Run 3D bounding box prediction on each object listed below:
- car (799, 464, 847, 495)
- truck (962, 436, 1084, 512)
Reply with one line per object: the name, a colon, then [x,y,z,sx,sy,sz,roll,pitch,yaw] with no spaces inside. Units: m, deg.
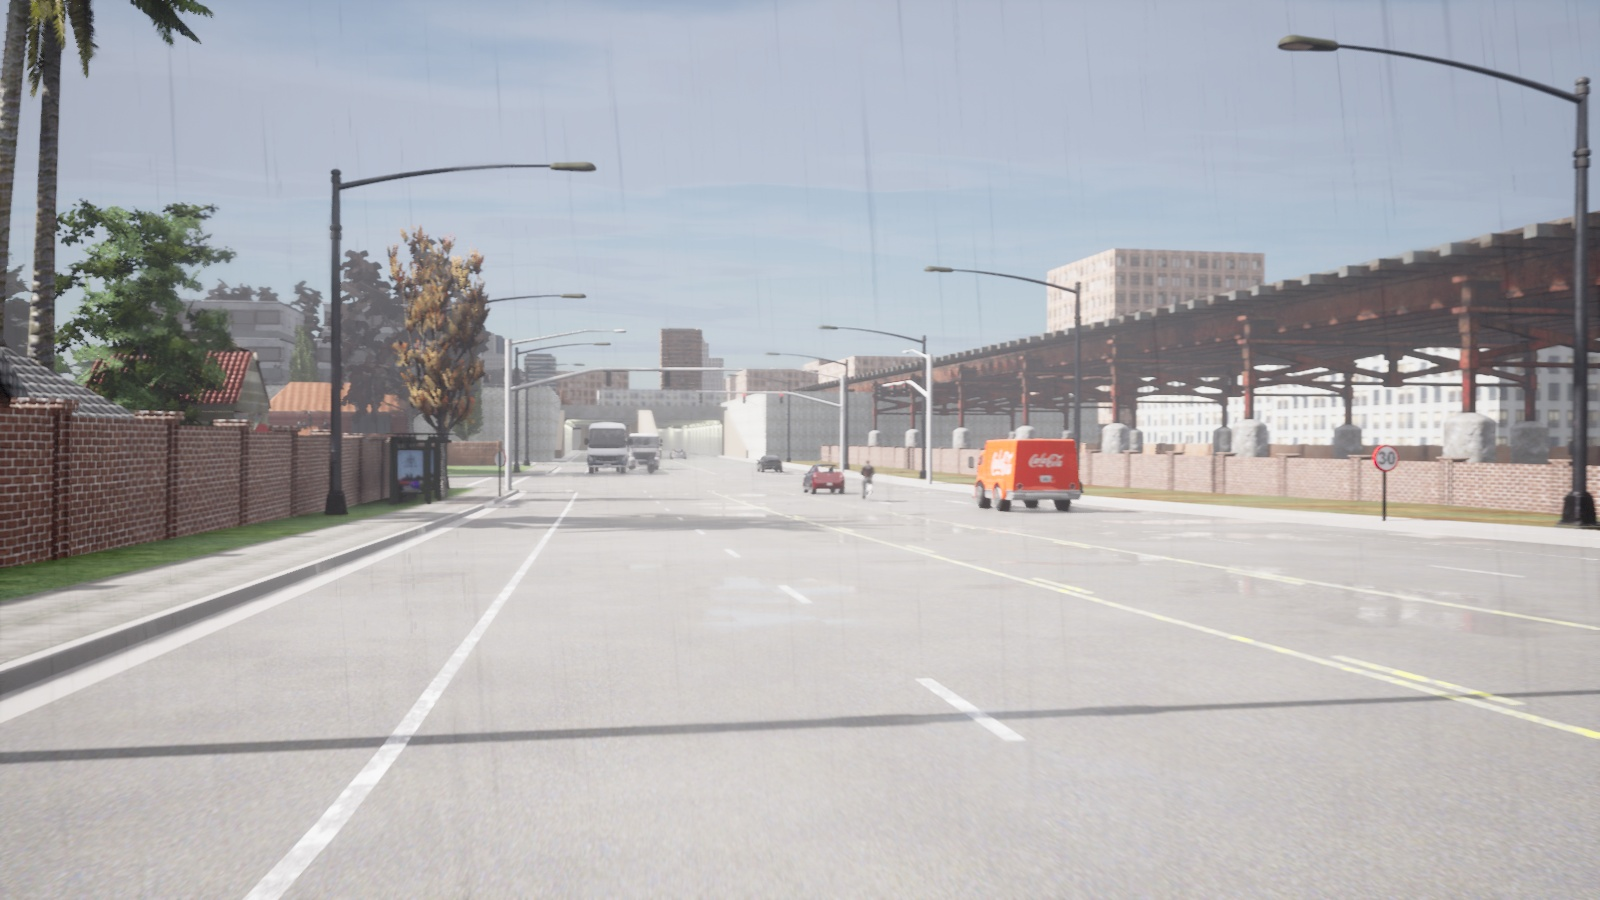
car: [1.117,1.470,63.182,1.845,1.501,3.633,0,0,-9]
truck: [7.725,0.817,44.154,2.627,2.467,5.204,0,-1,-9]
